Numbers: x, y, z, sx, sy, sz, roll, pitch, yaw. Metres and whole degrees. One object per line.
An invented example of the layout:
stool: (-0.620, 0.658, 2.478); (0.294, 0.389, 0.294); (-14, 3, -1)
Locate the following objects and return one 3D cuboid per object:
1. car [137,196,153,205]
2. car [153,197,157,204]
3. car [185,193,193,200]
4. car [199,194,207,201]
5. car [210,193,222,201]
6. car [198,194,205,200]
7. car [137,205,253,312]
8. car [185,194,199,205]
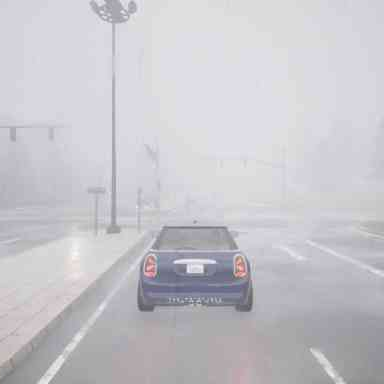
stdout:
car: (-8.293, 1.505, 57.052); (1.837, 1.490, 4.892); (0, 0, -1)
car: (-8.383, 1.505, 66.261); (1.837, 1.490, 4.892); (0, 0, 0)
car: (-0.831, 1.189, 95.570); (2.150, 2.045, 5.566); (0, 0, -1)
car: (2.836, 1.513, 85.274); (1.812, 1.442, 4.674); (0, 0, -1)
car: (6.341, 1.215, 85.003); (2.150, 2.045, 5.566); (0, 0, -1)
car: (2.669, 1.442, 95.597); (1.882, 1.535, 5.008); (0, 0, -1)
car: (0.069, 1.352, 7.891); (2.097, 1.767, 4.553); (0, 0, 0)
car: (-0.171, 1.526, 54.711); (1.812, 1.442, 4.674); (0, 0, -1)
